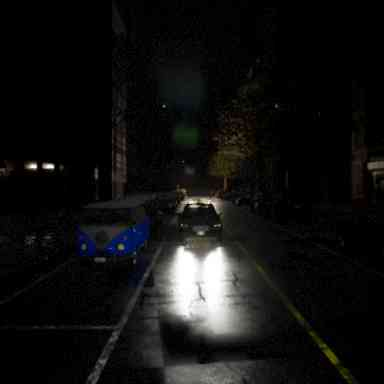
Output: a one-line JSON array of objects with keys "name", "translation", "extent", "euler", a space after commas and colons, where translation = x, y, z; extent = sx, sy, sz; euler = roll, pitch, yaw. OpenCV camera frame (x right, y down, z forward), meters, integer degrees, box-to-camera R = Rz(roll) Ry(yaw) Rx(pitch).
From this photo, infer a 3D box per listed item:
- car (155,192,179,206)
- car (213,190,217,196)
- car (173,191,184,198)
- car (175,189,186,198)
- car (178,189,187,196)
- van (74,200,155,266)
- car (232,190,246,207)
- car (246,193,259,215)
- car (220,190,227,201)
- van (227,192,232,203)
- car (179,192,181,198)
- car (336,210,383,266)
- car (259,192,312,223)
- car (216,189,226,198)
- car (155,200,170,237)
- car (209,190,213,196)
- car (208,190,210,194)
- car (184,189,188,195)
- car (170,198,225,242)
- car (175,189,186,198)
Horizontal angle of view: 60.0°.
[{"name": "car", "translation": [-2.356, 1.008, 27.427], "extent": [1.967, 1.590, 4.097], "euler": [0, 1, 0]}, {"name": "car", "translation": [6.103, 0.341, 66.898], "extent": [2.192, 1.841, 5.009], "euler": [0, 1, 0]}, {"name": "car", "translation": [-2.384, 0.901, 44.344], "extent": [1.802, 1.307, 4.206], "euler": [0, 1, 0]}, {"name": "car", "translation": [-2.403, 0.686, 55.450], "extent": [1.752, 1.417, 4.829], "euler": [0, 1, 0]}, {"name": "car", "translation": [-2.450, 0.116, 83.808], "extent": [2.192, 1.841, 5.009], "euler": [0, 1, 0]}, {"name": "van", "translation": [-2.327, 1.165, 10.510], "extent": [1.690, 1.788, 3.998], "euler": [0, 1, 0]}, {"name": "car", "translation": [6.151, 0.854, 38.705], "extent": [1.967, 1.590, 4.097], "euler": [0, 1, 0]}, {"name": "car", "translation": [6.169, 0.894, 27.425], "extent": [2.192, 1.841, 5.009], "euler": [0, 1, 0]}, {"name": "car", "translation": [6.122, 0.752, 55.625], "extent": [1.802, 1.307, 4.206], "euler": [0, 1, 0]}, {"name": "van", "translation": [6.142, 0.672, 44.343], "extent": [1.690, 1.788, 3.998], "euler": [0, 1, 0]}, {"name": "car", "translation": [-2.366, 1.029, 33.067], "extent": [1.887, 1.381, 4.507], "euler": [0, 1, 0]}, {"name": "car", "translation": [6.198, 1.276, 10.510], "extent": [1.967, 1.590, 4.097], "euler": [0, 1, 0]}, {"name": "car", "translation": [6.178, 0.978, 21.787], "extent": [2.192, 1.841, 5.009], "euler": [0, 1, 0]}, {"name": "car", "translation": [6.112, 0.663, 61.262], "extent": [1.947, 1.339, 4.313], "euler": [0, 1, 0]}, {"name": "car", "translation": [-2.338, 1.302, 16.152], "extent": [1.947, 1.339, 4.313], "euler": [0, 1, 0]}, {"name": "car", "translation": [6.075, 0.378, 83.818], "extent": [1.947, 1.339, 4.313], "euler": [0, 1, 0]}, {"name": "car", "translation": [6.065, 0.266, 89.628], "extent": [1.752, 1.417, 4.829], "euler": [0, 1, 0]}, {"name": "car", "translation": [-2.413, 0.400, 61.254], "extent": [2.192, 1.841, 5.009], "euler": [0, 1, 0]}, {"name": "car", "translation": [0.331, 1.248, 14.983], "extent": [2.128, 1.511, 4.902], "euler": [0, 1, 0]}, {"name": "car", "translation": [-2.432, 0.258, 72.532], "extent": [2.192, 1.841, 5.009], "euler": [0, 1, 0]}]
